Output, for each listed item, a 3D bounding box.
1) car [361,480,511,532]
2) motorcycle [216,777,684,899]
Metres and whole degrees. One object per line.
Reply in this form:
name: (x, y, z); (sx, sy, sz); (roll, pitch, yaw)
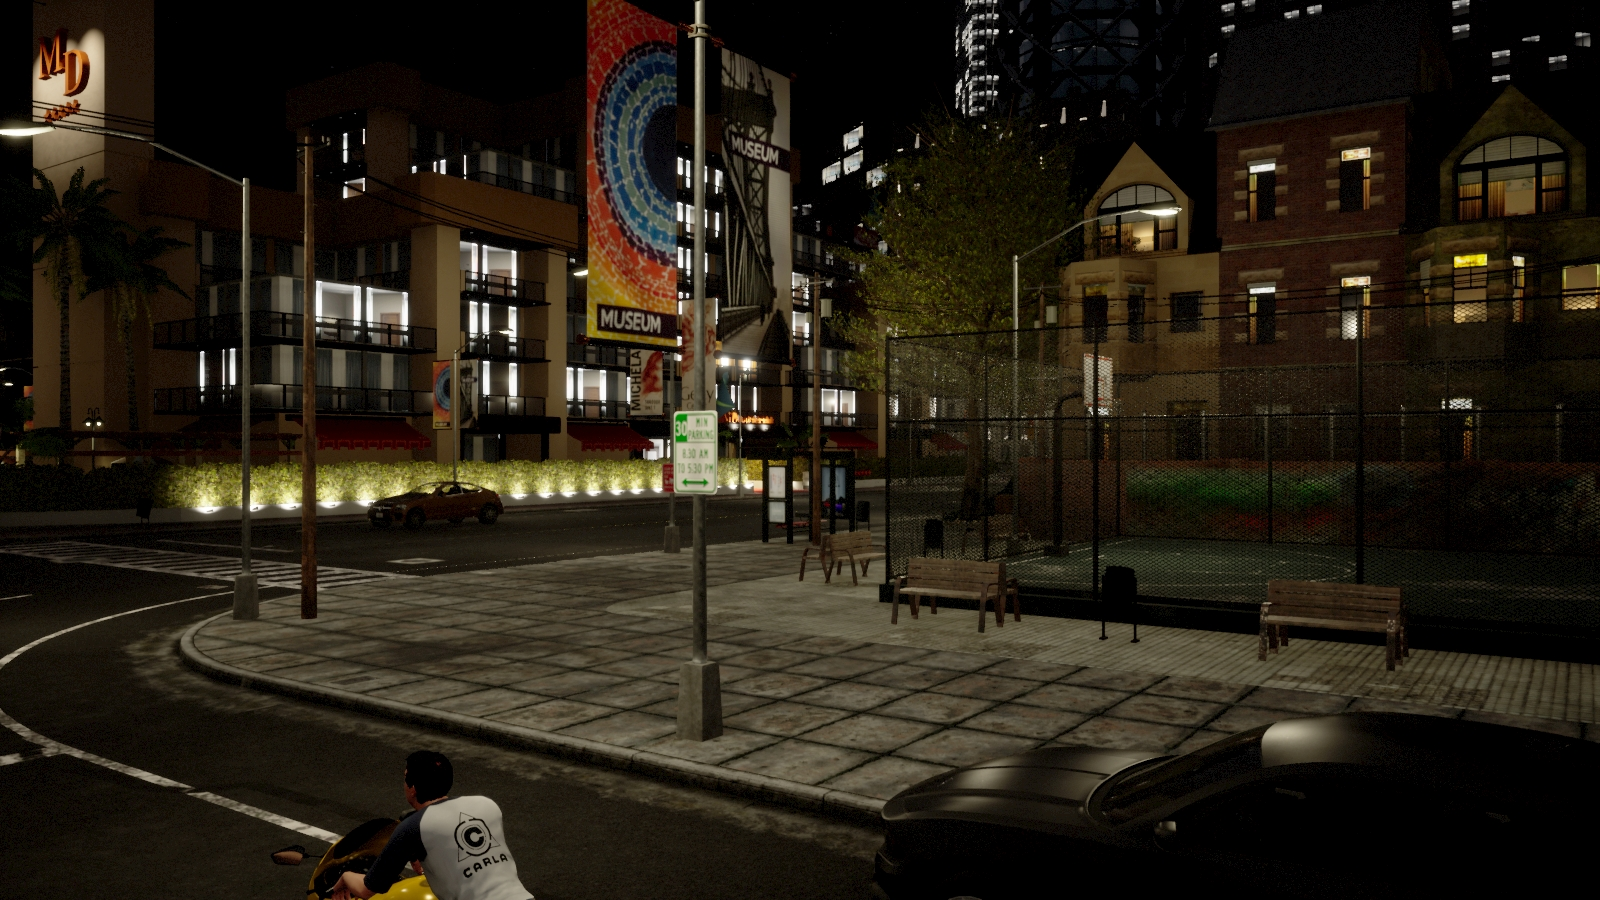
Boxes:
car: (-13.322, 1.992, 42.110); (2.152, 1.651, 5.027); (0, 0, 34)
motorcycle: (-1.529, 2.213, 4.819); (2.033, 1.145, 0.803); (0, 0, 35)
